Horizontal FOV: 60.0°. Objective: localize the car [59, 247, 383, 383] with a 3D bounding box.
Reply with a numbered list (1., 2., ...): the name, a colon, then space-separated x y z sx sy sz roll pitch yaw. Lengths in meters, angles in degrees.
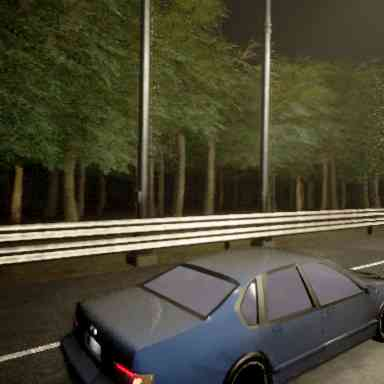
1. car: 1.080 1.530 4.677 5.357 1.411 2.033 1 0 -37
